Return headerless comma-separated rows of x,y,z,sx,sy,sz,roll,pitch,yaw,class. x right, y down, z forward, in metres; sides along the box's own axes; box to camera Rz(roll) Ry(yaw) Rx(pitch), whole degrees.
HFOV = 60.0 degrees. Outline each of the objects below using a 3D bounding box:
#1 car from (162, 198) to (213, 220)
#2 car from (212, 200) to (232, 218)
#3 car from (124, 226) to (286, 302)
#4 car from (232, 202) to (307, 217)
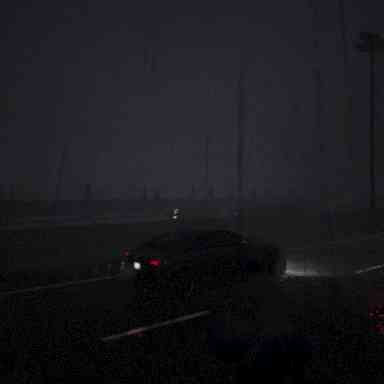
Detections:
-0.013,1.357,25.484,4.553,1.767,2.097,0,0,-35,car
4.222,1.498,24.208,4.902,1.511,2.128,0,0,-35,car
0.436,1.566,8.360,4.181,1.385,1.994,0,0,-36,car
5.155,1.497,20.574,4.902,1.511,2.128,0,0,-36,car
